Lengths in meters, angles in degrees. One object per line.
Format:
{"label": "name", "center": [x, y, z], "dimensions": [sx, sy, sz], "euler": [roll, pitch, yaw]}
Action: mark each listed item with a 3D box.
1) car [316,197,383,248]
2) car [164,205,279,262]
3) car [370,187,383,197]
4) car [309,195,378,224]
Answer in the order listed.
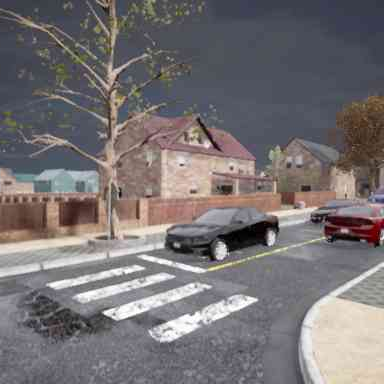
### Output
{"label": "car", "center": [7.155, 1.195, 13.600], "dimensions": [1.882, 1.535, 5.008], "euler": [1, 2, 44]}
{"label": "car", "center": [1.209, 1.242, 11.541], "dimensions": [1.882, 1.535, 5.008], "euler": [1, 2, 41]}
{"label": "car", "center": [16.000, 0.623, 26.912], "dimensions": [2.150, 2.045, 5.566], "euler": [1, 2, 44]}
{"label": "car", "center": [8.879, 1.121, 19.606], "dimensions": [2.033, 1.411, 5.357], "euler": [1, 2, 44]}
